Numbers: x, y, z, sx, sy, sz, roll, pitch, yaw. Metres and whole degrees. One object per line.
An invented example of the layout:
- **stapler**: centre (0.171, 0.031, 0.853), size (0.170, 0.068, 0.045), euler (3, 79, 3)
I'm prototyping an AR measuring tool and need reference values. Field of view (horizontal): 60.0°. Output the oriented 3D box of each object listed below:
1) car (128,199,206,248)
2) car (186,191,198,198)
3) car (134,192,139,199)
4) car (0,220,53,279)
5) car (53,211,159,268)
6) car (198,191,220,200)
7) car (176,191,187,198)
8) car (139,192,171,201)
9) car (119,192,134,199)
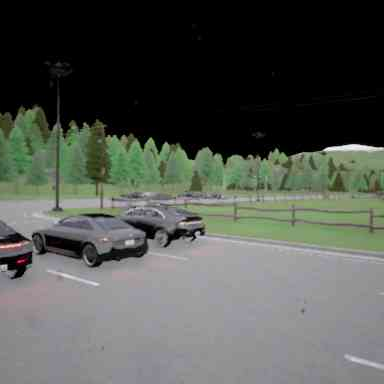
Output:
- **car**: centre (-1.747, 1.293, 13.855), size (4.902, 1.511, 2.128), euler (2, 1, 36)
- **car**: centre (1.691, 0.698, 71.024), size (2.128, 1.511, 4.902), euler (2, 1, 37)
- **car**: centre (-7.516, 0.674, 58.706), size (1.812, 1.442, 4.674), euler (2, 1, 37)
- **car**: centre (-5.830, 1.285, 8.169), size (4.902, 1.511, 2.128), euler (2, 1, 36)
- **car**: centre (-3.397, 1.373, 10.725), size (4.181, 1.385, 1.994), euler (2, 1, 36)
- **car**: centre (3.914, 0.606, 68.149), size (2.097, 1.767, 4.553), euler (2, 1, 37)
- **car**: centre (-1.455, 0.594, 72.655), size (1.837, 1.490, 4.892), euler (2, 1, 37)
- **car**: centre (-5.691, 0.772, 55.328), size (2.033, 1.411, 5.357), euler (2, 1, 37)
- **car**: centre (-10.625, 0.618, 60.351), size (2.033, 1.411, 5.357), euler (2, 1, 37)
